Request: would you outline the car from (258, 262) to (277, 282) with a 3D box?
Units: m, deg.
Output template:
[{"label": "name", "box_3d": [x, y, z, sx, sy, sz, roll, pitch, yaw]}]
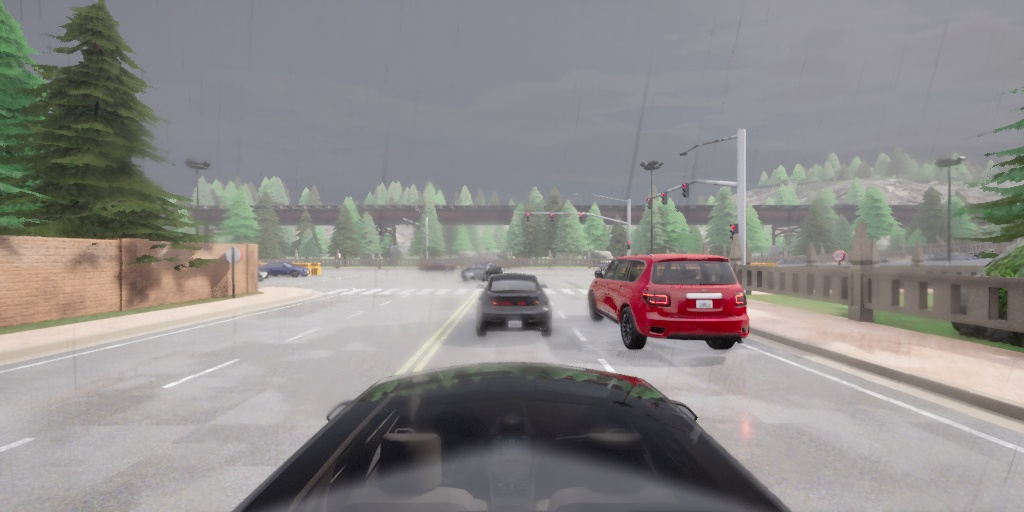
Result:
[{"label": "car", "box_3d": [-20.932, 1.242, 26.804, 4.902, 1.511, 2.128, 0, 0, 0]}]

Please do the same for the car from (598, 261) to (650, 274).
[{"label": "car", "box_3d": [12.735, 1.298, 41.076, 5.357, 1.411, 2.033, 0, 0, 0]}]

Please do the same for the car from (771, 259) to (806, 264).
[{"label": "car", "box_3d": [31.158, 1.102, 41.124, 4.553, 1.767, 2.097, 0, 0, 0]}]

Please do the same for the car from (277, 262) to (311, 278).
[{"label": "car", "box_3d": [-21.555, 1.276, 33.817, 4.674, 1.442, 1.812, 0, 0, 0]}]

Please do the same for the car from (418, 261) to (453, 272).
[{"label": "car", "box_3d": [-9.219, 1.351, 44.539, 4.718, 1.301, 1.895, 0, 0, 0]}]

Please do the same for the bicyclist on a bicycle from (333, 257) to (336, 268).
[{"label": "bicyclist on a bicycle", "box_3d": [-27.410, 1.051, 55.790, 0.582, 1.620, 1.656, 0, 0, 0]}]

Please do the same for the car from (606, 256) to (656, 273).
[{"label": "car", "box_3d": [14.714, 0.973, 44.576, 5.566, 2.045, 2.150, 0, 0, 0]}]

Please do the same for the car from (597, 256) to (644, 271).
[{"label": "car", "box_3d": [14.466, 0.972, 48.080, 5.566, 2.045, 2.150, 0, 0, 0]}]

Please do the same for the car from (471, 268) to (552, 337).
[{"label": "car", "box_3d": [0.021, 1.255, 10.334, 1.837, 1.490, 4.892, 0, 0, -1]}]

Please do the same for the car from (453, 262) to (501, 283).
[{"label": "car", "box_3d": [-2.296, 1.241, 27.998, 2.128, 1.511, 4.902, 0, 0, 18]}]

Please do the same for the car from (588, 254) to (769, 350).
[{"label": "car", "box_3d": [3.517, 0.971, 9.233, 2.150, 2.045, 5.566, 0, 0, 0]}]
